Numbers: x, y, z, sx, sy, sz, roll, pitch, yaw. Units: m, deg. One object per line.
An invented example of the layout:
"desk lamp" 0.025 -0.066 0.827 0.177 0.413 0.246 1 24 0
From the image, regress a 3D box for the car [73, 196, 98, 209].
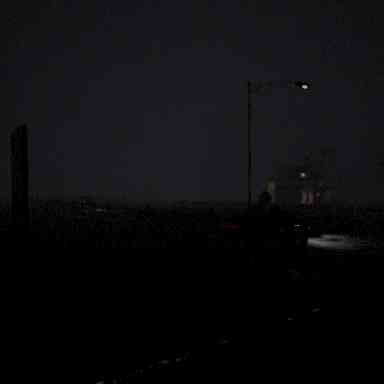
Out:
"car" -14.287 1.328 44.485 2.097 1.767 4.553 -1 1 -37

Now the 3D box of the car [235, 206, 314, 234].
"car" 4.581 1.590 19.076 1.837 1.490 4.892 -1 1 -37
